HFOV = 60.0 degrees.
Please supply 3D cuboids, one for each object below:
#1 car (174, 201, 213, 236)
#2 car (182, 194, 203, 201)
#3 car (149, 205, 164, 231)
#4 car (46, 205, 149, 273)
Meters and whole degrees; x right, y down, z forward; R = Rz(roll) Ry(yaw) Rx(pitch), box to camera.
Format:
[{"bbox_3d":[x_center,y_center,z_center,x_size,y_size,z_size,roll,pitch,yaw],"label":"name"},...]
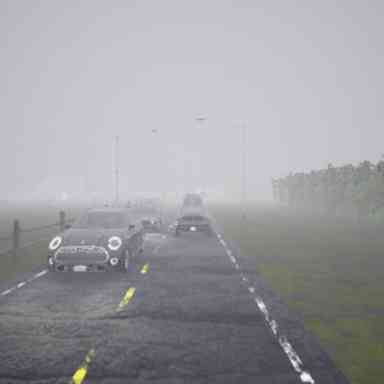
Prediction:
[{"bbox_3d":[0.066,1.493,18.235,1.837,1.490,4.892,0,0,0],"label":"car"},{"bbox_3d":[0.089,1.191,37.375,2.150,2.045,5.566,0,0,0],"label":"car"},{"bbox_3d":[-2.782,1.532,20.651,2.033,1.411,5.357,0,0,0],"label":"car"},{"bbox_3d":[-2.825,1.344,10.687,2.097,1.767,4.553,0,0,0],"label":"car"}]
